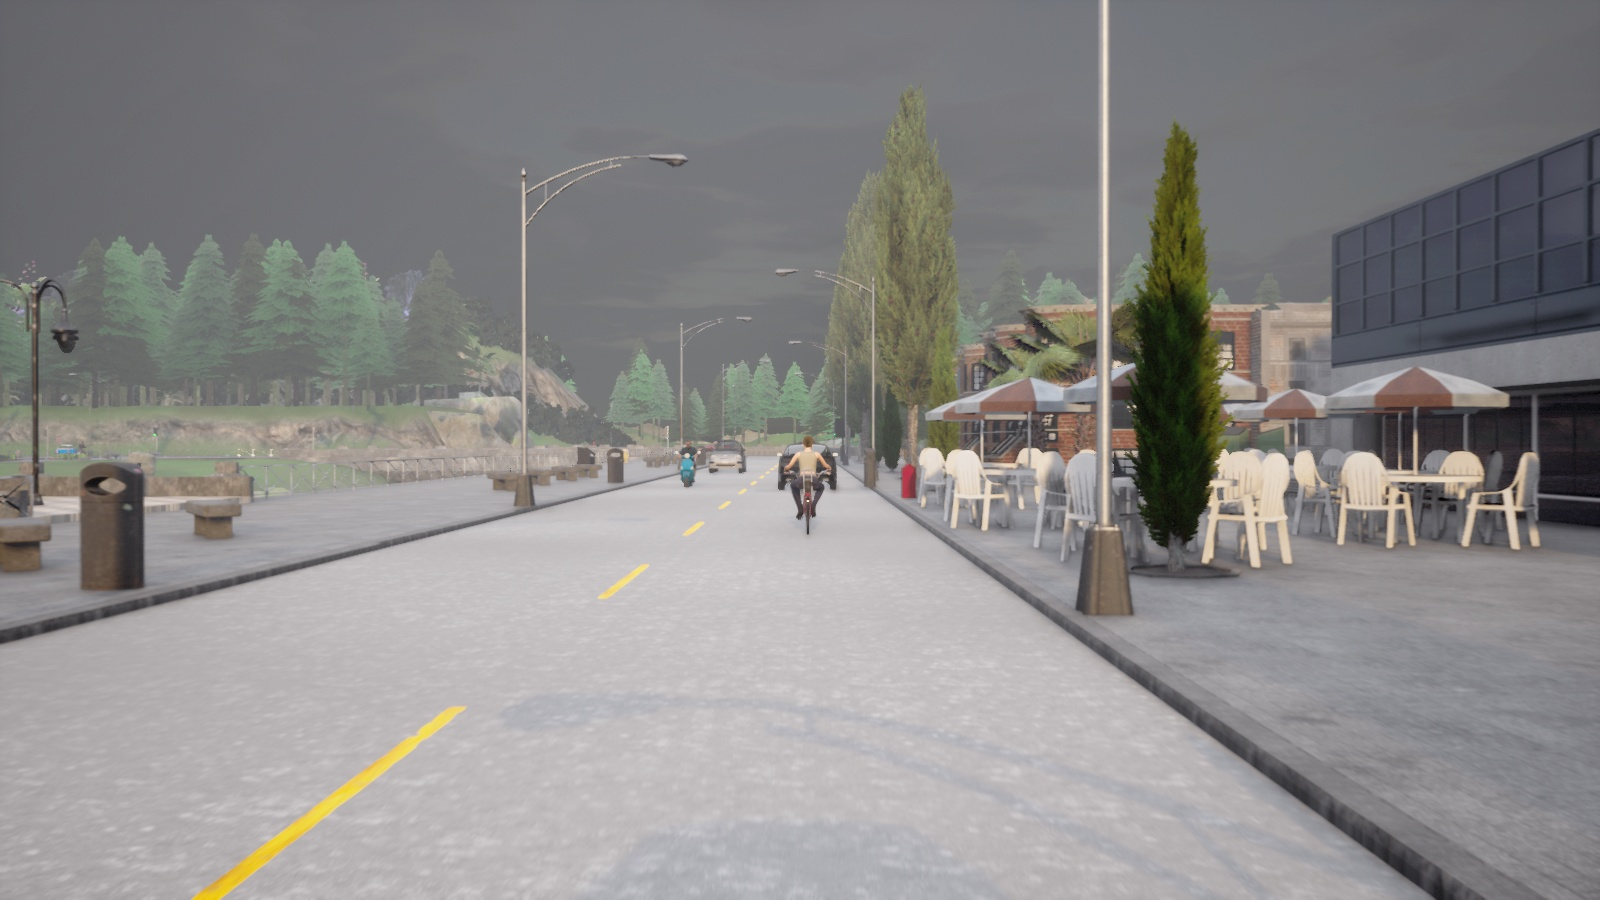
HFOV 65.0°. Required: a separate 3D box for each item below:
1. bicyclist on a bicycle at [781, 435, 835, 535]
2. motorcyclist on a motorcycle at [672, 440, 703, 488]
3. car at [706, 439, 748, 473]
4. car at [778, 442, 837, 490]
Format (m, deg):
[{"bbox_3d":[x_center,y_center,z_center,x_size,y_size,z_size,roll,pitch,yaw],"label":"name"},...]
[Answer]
[{"bbox_3d":[0.132,0.565,20.986,0.866,1.612,1.509,0,0,0],"label":"bicyclist on a bicycle"},{"bbox_3d":[-3.751,0.460,42.031,0.866,1.590,1.817,0,0,0],"label":"motorcyclist on a motorcycle"},{"bbox_3d":[-3.635,0.286,63.079,1.851,1.617,3.988,0,0,0],"label":"car"},{"bbox_3d":[0.248,0.487,42.025,1.882,1.535,5.008,0,0,0],"label":"car"}]
